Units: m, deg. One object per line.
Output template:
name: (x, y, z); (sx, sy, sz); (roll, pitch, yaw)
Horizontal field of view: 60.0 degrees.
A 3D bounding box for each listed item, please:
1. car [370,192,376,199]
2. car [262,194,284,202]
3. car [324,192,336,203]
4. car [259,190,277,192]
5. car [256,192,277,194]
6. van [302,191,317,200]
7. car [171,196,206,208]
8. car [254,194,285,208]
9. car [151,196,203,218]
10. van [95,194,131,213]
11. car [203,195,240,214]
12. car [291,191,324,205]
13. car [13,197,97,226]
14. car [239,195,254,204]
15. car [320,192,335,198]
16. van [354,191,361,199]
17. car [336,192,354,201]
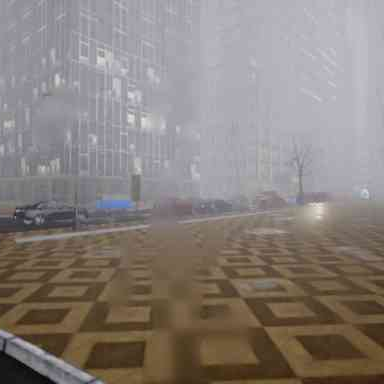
car: (39.169, 0.838, 74.927); (2.008, 1.369, 4.403); (1, 1, 40)
car: (14.355, 1.037, 58.726); (1.947, 1.339, 4.313); (1, 1, 40)
car: (20.722, 0.828, 53.272); (2.192, 1.841, 5.009); (1, 1, 40)
car: (11.280, 0.769, 50.977); (2.150, 2.045, 5.566); (0, 1, 40)
car: (11.194, 1.084, 46.164); (2.128, 1.511, 4.902); (0, 1, 41)
van: (25.425, 0.677, 71.713); (1.690, 1.788, 3.998); (1, 1, 40)
car: (-0.410, 1.198, 41.413); (1.887, 1.381, 4.507); (1, 1, 40)
car: (9.652, 1.231, 40.286); (1.802, 1.307, 4.206); (1, 1, 40)
car: (-1.322, 1.226, 27.217); (1.967, 1.590, 4.097); (1, 1, 40)
van: (-7.873, 1.085, 32.823); (1.690, 1.788, 3.998); (1, 1, 40)
car: (2.324, 1.306, 31.584); (1.947, 1.339, 4.313); (1, 1, 40)
car: (17.033, 0.873, 48.943); (2.192, 1.841, 5.009); (1, 1, 40)
car: (-9.247, 1.336, 22.262); (2.128, 1.511, 4.902); (0, 1, 40)
car: (6.974, 1.128, 50.066); (1.947, 1.339, 4.313); (1, 1, 40)
car: (32.803, 0.812, 80.378); (1.947, 1.339, 4.313); (1, 1, 40)
van: (35.481, 0.673, 70.593); (1.690, 1.788, 3.998); (1, 1, 40)
car: (28.210, 0.946, 62.065); (1.752, 1.417, 4.829); (1, 1, 40)
